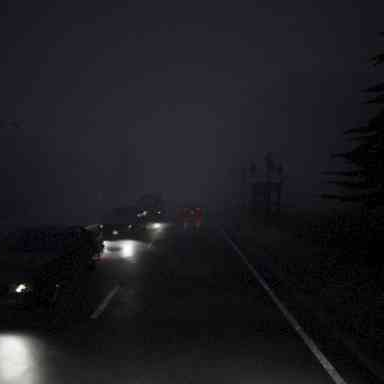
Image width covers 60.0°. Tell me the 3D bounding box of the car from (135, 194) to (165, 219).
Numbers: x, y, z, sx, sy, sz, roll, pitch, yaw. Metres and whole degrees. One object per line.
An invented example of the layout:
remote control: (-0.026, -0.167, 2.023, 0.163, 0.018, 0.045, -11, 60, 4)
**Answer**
car: (-3.551, 1.177, 28.640, 2.150, 2.045, 5.566, 0, 0, -2)

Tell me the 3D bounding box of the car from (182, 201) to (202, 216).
car: (0.024, 1.551, 32.175, 1.895, 1.301, 4.718, 0, 0, 1)

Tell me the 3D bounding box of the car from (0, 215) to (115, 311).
car: (-3.604, 1.535, 8.183, 2.033, 1.411, 5.357, 0, 0, 0)

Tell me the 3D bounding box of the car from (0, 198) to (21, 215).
car: (-17.466, 1.326, 30.644, 1.845, 1.501, 3.633, 0, 0, 0)

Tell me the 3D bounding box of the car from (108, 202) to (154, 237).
car: (-3.601, 1.519, 18.288, 2.033, 1.411, 5.357, 0, 0, 0)
